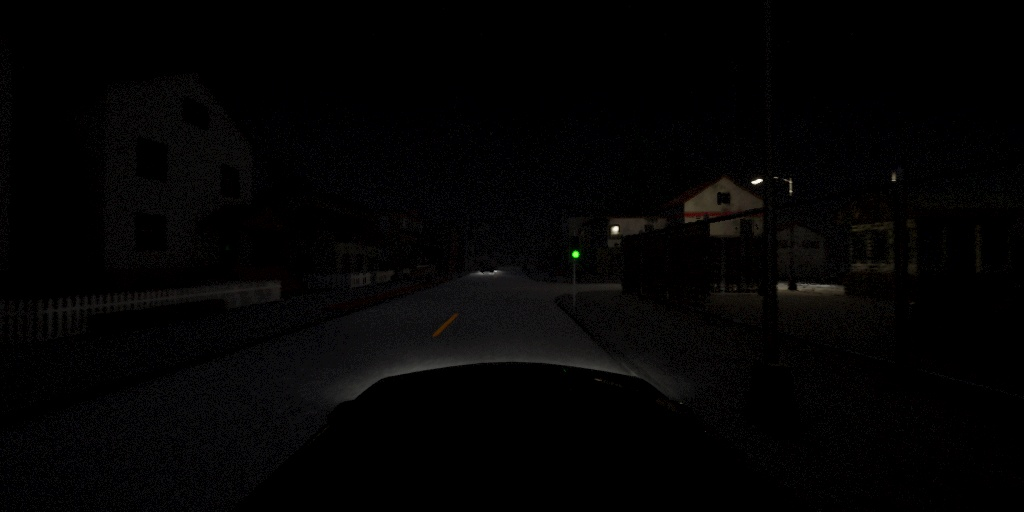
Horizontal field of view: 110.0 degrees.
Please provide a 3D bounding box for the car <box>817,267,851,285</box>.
[{"bbox_3d":[27.846,1.641,29.486,4.674,1.442,1.812,0,-1,0],"label":"car"}]

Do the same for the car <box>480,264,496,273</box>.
[{"bbox_3d":[-4.048,1.987,57.855,1.837,1.490,4.892,0,0,0],"label":"car"}]
